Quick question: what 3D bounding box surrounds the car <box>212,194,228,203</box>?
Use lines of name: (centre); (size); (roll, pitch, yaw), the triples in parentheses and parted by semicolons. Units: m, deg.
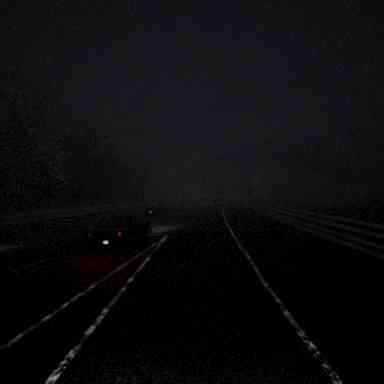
car: (6.311, 1.688, 74.881); (1.895, 1.301, 4.718); (-3, 0, 12)

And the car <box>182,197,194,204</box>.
car: (-0.919, 1.947, 74.421); (1.837, 1.490, 4.892); (-3, 0, 12)

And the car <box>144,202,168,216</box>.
car: (-3.974, 1.894, 36.996); (1.812, 1.442, 4.674); (-3, 0, 9)

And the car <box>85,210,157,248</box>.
car: (-3.362, 1.818, 16.211); (1.895, 1.301, 4.718); (-3, 0, 7)

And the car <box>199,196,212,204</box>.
car: (2.693, 1.770, 74.648); (1.837, 1.490, 4.892); (-3, 0, 12)
